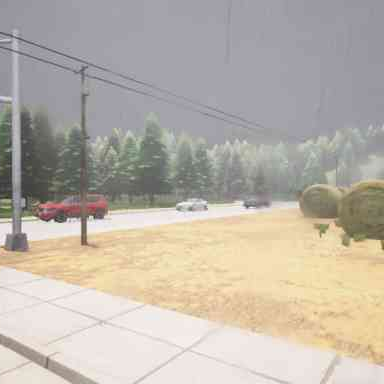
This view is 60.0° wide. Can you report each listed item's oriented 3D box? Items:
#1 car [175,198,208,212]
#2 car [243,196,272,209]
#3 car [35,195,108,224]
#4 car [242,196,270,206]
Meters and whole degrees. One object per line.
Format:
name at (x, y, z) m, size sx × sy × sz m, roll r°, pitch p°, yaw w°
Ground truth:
car at (0.068, 1.447, 37.952) m, size 1.812 × 1.442 × 4.674 m, roll 0°, pitch 0°, yaw 37°
car at (8.495, 1.412, 43.100) m, size 2.033 × 1.411 × 5.357 m, roll 0°, pitch 0°, yaw 37°
car at (-9.075, 1.225, 25.661) m, size 2.150 × 2.045 × 5.566 m, roll 0°, pitch 0°, yaw 37°
car at (9.897, 1.383, 51.021) m, size 2.033 × 1.411 × 5.357 m, roll 0°, pitch 0°, yaw 37°
